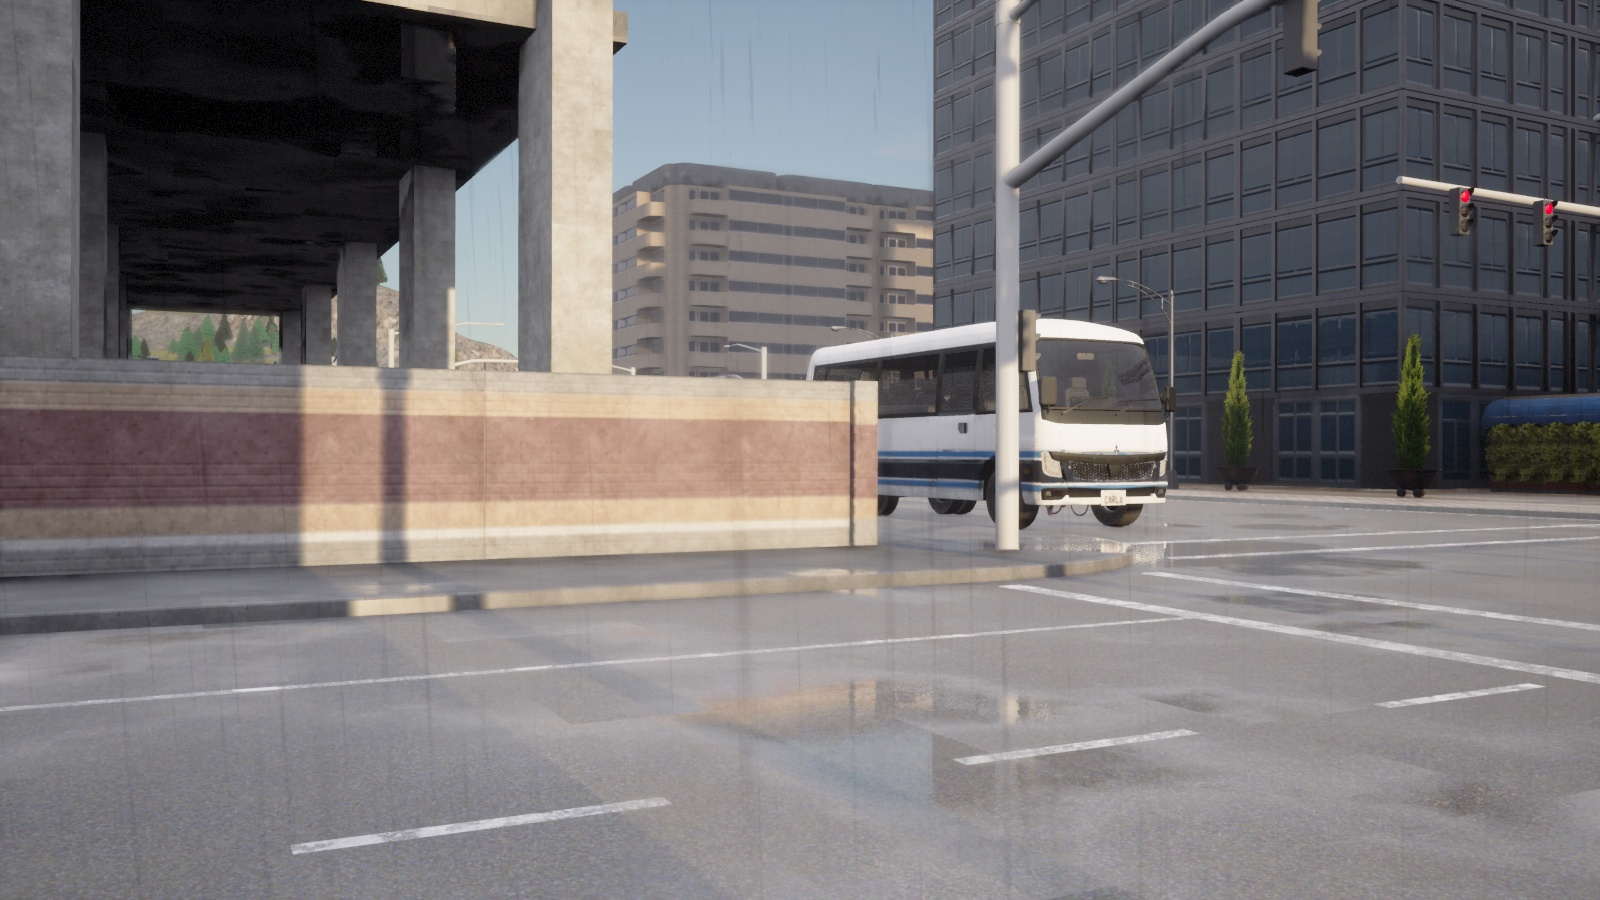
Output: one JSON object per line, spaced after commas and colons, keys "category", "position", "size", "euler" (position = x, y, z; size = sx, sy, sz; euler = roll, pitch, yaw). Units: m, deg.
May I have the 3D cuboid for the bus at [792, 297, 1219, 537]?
{"category": "bus", "position": [3.924, -0.572, 27.768], "size": [3.944, 4.253, 10.273], "euler": [0, 0, -27]}
